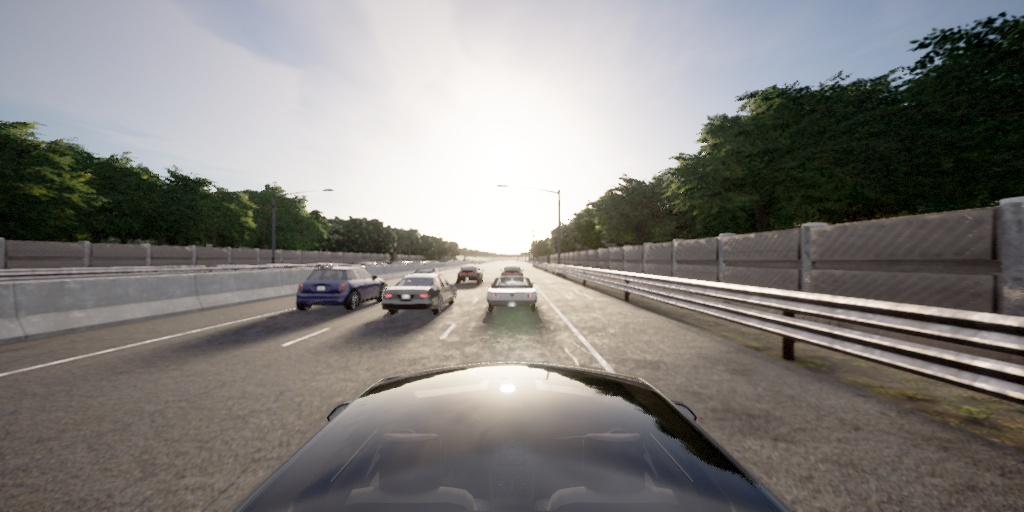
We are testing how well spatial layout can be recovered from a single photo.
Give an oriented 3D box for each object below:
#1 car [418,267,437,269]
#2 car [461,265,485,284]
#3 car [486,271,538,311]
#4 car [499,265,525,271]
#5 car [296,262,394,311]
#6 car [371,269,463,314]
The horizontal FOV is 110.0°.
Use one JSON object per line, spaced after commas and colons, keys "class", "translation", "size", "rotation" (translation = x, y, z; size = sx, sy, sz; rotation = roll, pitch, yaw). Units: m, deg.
{"class": "car", "translation": [-6.986, 1.614, 30.093], "size": [1.895, 1.301, 4.718], "rotation": [0, -1, 0]}
{"class": "car", "translation": [-3.483, 1.523, 30.352], "size": [1.837, 1.490, 4.892], "rotation": [0, 0, 0]}
{"class": "car", "translation": [0.015, 1.477, 15.090], "size": [1.895, 1.301, 4.718], "rotation": [0, -1, 0]}
{"class": "car", "translation": [0.017, 1.523, 30.354], "size": [1.837, 1.490, 4.892], "rotation": [0, 0, 0]}
{"class": "car", "translation": [-6.982, 1.228, 15.262], "size": [2.097, 1.767, 4.553], "rotation": [0, -1, 0]}
{"class": "car", "translation": [-3.494, 1.417, 14.382], "size": [2.033, 1.411, 5.357], "rotation": [0, -1, 0]}
